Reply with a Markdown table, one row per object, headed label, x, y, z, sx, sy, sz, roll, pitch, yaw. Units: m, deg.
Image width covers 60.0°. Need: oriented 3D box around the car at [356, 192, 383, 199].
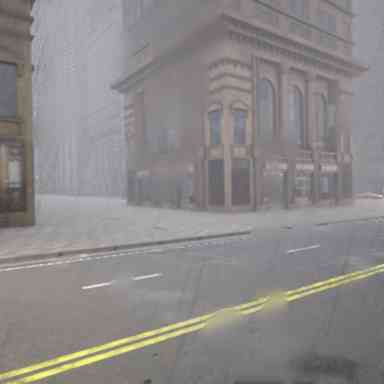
| label | x | y | z | sx | sy | sz | roll | pitch | yaw |
| --- | --- | --- | --- | --- | --- | --- | --- | --- | --- |
| car | 33.162 | 0.712 | 62.048 | 1.752 | 1.417 | 4.829 | -1 | 1 | -36 |
